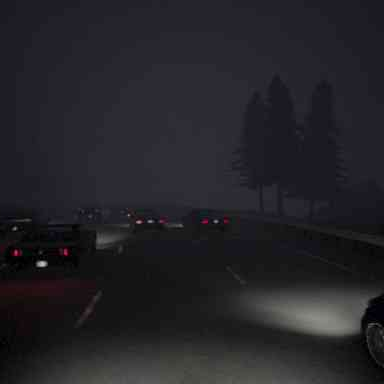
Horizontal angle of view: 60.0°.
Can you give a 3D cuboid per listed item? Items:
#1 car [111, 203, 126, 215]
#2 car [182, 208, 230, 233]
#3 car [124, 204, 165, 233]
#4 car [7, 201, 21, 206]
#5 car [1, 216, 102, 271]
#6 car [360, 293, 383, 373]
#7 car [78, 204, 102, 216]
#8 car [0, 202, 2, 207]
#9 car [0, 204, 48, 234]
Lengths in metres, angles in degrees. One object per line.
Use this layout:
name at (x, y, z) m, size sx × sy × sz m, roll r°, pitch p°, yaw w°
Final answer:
car at (-8.646, 2.002, 39.753) m, size 1.895 × 1.301 × 4.718 m, roll 0°, pitch -1°, yaw -18°
car at (0.731, 1.729, 21.094) m, size 2.033 × 1.411 × 5.357 m, roll 0°, pitch -1°, yaw -14°
car at (-2.996, 1.753, 21.300) m, size 2.033 × 1.411 × 5.357 m, roll 0°, pitch 0°, yaw -15°
car at (-36.407, 2.398, 67.895) m, size 1.895 × 1.301 × 4.718 m, roll 0°, pitch -1°, yaw -18°
car at (-4.484, 1.729, 11.452) m, size 1.895 × 1.301 × 4.718 m, roll 0°, pitch -1°, yaw -8°
car at (3.300, 1.531, 2.691) m, size 1.812 × 1.442 × 4.674 m, roll 0°, pitch 0°, yaw -2°
car at (-9.045, 1.806, 29.542) m, size 2.128 × 1.511 × 4.902 m, roll 0°, pitch -1°, yaw -17°
car at (-40.002, 2.342, 67.624) m, size 1.812 × 1.442 × 4.674 m, roll 0°, pitch -1°, yaw -18°
car at (-9.772, 1.723, 19.591) m, size 2.128 × 1.511 × 4.902 m, roll 0°, pitch -1°, yaw -14°
